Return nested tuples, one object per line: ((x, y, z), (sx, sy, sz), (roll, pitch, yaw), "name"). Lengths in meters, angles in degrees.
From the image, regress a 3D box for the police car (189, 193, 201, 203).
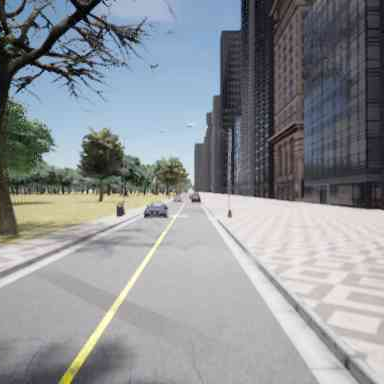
((0.898, 1.437, 68.326), (1.930, 1.638, 5.238), (0, 0, 0), "police car")

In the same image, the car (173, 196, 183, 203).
((-3.002, 1.495, 70.081), (1.812, 1.442, 4.674), (0, 0, 0), "car")

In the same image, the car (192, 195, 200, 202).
((0.898, 1.533, 78.217), (1.812, 1.442, 4.674), (0, 0, 0), "car")

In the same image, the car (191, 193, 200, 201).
((0.896, 1.226, 84.247), (2.150, 2.045, 5.566), (0, 0, 0), "car")

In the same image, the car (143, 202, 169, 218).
((-3.095, 1.561, 29.536), (1.994, 1.385, 4.181), (0, 0, 0), "car")
